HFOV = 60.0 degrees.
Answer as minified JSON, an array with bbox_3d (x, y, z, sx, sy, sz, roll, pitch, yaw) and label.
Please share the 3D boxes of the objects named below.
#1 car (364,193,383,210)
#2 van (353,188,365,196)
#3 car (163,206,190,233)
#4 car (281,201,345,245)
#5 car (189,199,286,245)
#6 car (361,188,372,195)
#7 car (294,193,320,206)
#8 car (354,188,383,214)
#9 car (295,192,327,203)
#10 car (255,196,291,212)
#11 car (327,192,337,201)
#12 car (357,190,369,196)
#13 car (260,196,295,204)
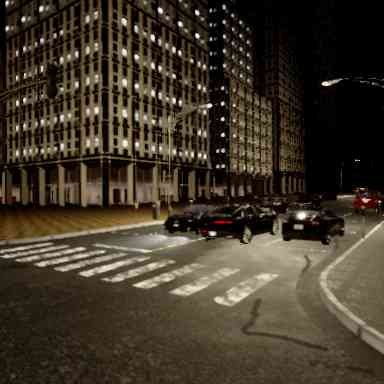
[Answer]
[{"bbox_3d":[18.230,0.869,32.548,1.752,1.417,4.829,1,1,35],"label":"car"},{"bbox_3d":[37.277,0.016,74.114,1.690,1.788,3.998,1,1,35],"label":"van"},{"bbox_3d":[0.392,1.343,17.309,1.994,1.385,4.181,-1,1,35],"label":"car"},{"bbox_3d":[5.116,1.294,13.944,1.947,1.339,4.313,1,1,35],"label":"car"},{"bbox_3d":[2.191,1.273,14.512,1.837,1.490,4.892,-2,0,36],"label":"car"},{"bbox_3d":[43.786,-0.070,83.349,1.967,1.590,4.097,1,1,35],"label":"car"},{"bbox_3d":[14.500,0.894,41.802,1.947,1.339,4.313,1,1,35],"label":"car"},{"bbox_3d":[14.876,0.757,27.788,2.192,1.841,5.009,1,1,35],"label":"car"},{"bbox_3d":[11.715,0.952,33.362,1.837,1.490,4.892,-1,1,35],"label":"car"},{"bbox_3d":[7.993,1.083,32.570,1.947,1.339,4.313,1,1,35],"label":"car"},{"bbox_3d":[21.008,0.684,51.035,1.887,1.381,4.507,1,1,35],"label":"car"},{"bbox_3d":[40.532,0.148,78.735,1.947,1.339,4.313,1,1,35],"label":"car"},{"bbox_3d":[5.820,1.126,25.011,1.837,1.490,4.892,-1,0,35],"label":"car"}]
